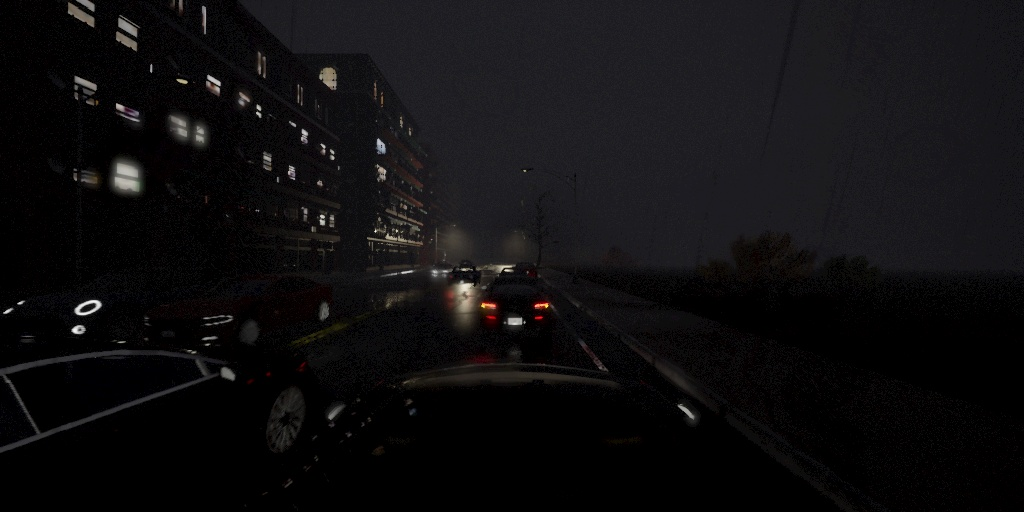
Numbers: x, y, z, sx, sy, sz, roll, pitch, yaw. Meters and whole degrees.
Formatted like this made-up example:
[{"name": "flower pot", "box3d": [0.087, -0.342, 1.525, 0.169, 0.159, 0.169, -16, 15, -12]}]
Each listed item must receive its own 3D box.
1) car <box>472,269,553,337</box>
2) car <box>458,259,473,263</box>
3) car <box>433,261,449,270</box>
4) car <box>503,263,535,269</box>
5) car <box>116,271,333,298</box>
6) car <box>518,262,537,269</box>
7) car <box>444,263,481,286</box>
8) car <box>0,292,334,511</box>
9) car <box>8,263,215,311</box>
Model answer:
[{"name": "car", "box3d": [0.071, 1.277, 10.224, 1.812, 1.442, 4.674, 0, 0, 0]}, {"name": "car", "box3d": [-6.721, 1.257, 52.693, 1.837, 1.490, 4.892, 0, 0, 0]}, {"name": "car", "box3d": [-9.970, 1.354, 51.517, 1.895, 1.301, 4.718, 0, 0, 0]}, {"name": "car", "box3d": [0.055, 1.317, 20.391, 1.994, 1.385, 4.181, 0, 0, 0]}, {"name": "car", "box3d": [-6.619, 1.229, 9.392, 1.882, 1.535, 5.008, 0, 0, 0]}, {"name": "car", "box3d": [1.068, 1.232, 29.919, 1.882, 1.535, 5.008, 0, 0, 0]}, {"name": "car", "box3d": [-3.209, 1.354, 25.005, 1.895, 1.301, 4.718, 0, 0, 0]}, {"name": "car", "box3d": [-3.152, 1.241, 2.115, 2.128, 1.511, 4.902, 0, 0, 0]}, {"name": "car", "box3d": [-9.871, 1.103, 9.549, 2.097, 1.767, 4.553, 0, 0, 0]}]
